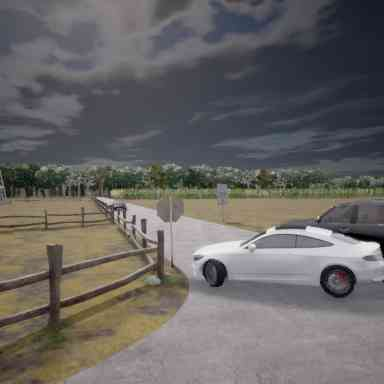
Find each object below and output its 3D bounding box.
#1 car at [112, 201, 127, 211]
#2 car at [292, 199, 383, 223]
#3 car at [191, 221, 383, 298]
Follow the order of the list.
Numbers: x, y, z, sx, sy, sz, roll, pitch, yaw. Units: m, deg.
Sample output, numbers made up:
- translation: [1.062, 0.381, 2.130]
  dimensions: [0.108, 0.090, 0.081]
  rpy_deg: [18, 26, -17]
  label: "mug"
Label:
- translation: [-10.849, 1.983, 49.470]
  dimensions: [2.033, 1.411, 5.357]
  rpy_deg: [-2, 0, -18]
  label: "car"
- translation: [5.105, 1.229, 9.819]
  dimensions: [2.150, 2.045, 5.566]
  rpy_deg: [-2, 0, -40]
  label: "car"
- translation: [2.278, 1.613, 8.515]
  dimensions: [4.674, 1.442, 1.812]
  rpy_deg: [-2, 0, 21]
  label: "car"
